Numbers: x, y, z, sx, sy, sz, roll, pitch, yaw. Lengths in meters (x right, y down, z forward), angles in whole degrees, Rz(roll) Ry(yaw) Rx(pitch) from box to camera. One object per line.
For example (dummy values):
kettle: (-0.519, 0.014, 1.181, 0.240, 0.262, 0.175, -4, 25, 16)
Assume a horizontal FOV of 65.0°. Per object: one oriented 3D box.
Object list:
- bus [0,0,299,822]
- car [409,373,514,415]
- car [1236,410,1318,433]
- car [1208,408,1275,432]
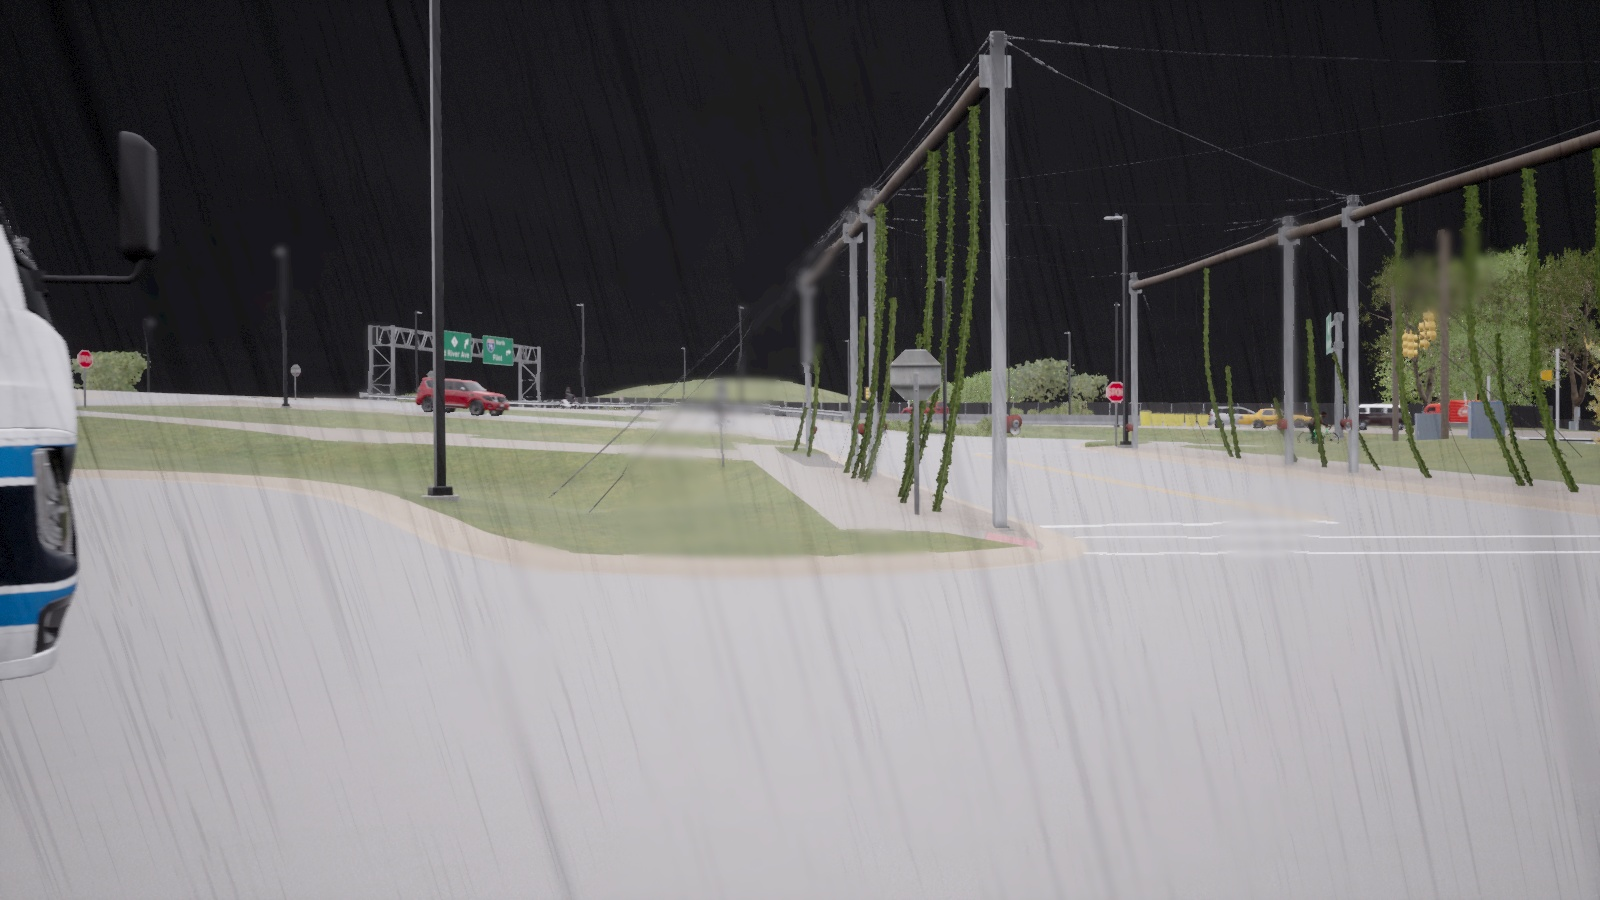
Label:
bus: (-7.523, -0.615, 3.996, 10.273, 4.253, 3.944, -1, 3, -40)
car: (-19.627, -3.227, 72.817, 5.566, 2.045, 2.150, 5, 2, 21)
car: (33.726, -2.018, 88.922, 5.366, 1.575, 1.801, 2, 1, 20)
car: (32.679, -2.221, 93.017, 4.611, 1.667, 2.242, 2, 1, 20)
